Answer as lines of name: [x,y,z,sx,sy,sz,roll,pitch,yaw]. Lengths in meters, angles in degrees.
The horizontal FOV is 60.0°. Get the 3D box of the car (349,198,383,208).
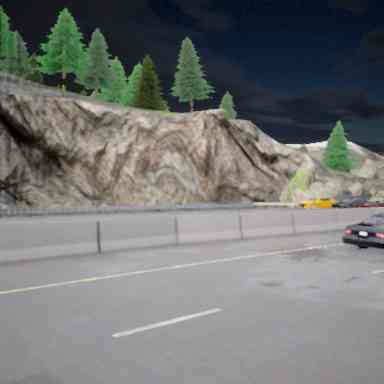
car: [18.568,1.463,33.526,4.718,1.301,1.895,0,0,-22]

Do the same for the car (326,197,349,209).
car: [18.063,1.398,37.121,5.357,1.411,2.033,0,0,-22]

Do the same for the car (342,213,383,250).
car: [8.154,1.494,12.803,5.357,1.411,2.033,0,0,-29]

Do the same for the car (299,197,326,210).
car: [15.045,1.322,39.606,5.008,1.535,1.882,0,0,-22]
